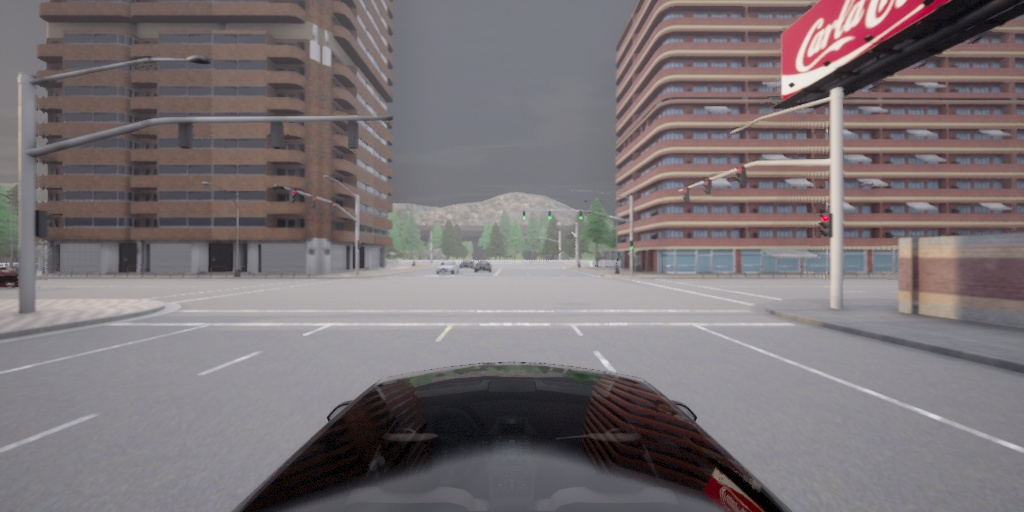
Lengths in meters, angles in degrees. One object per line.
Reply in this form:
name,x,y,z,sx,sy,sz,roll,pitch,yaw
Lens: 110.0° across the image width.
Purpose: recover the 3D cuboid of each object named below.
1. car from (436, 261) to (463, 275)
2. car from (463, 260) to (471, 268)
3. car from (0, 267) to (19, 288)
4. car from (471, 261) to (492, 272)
car,-7.140,1.286,40.106,1.812,1.442,4.674,0,0,2
car,-7.006,1.350,56.302,1.994,1.385,4.181,0,0,0
car,-32.271,1.108,21.480,4.553,1.767,2.097,0,0,0
car,-3.572,1.325,45.012,1.994,1.385,4.181,0,0,0
